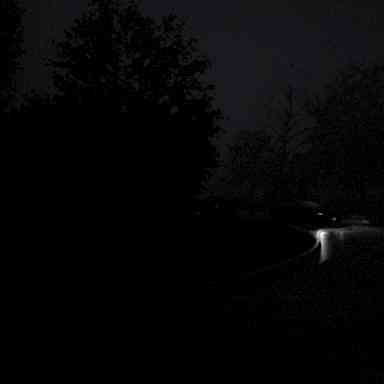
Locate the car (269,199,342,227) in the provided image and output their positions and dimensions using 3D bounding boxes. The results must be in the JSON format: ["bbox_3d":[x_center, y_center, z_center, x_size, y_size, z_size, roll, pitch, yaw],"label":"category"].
[{"bbox_3d":[6.434,1.129,19.506,1.812,1.442,4.674,0,0,-26],"label":"car"}]

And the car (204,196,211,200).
[{"bbox_3d":[2.138,1.083,32.119,2.033,1.411,5.357,-1,1,-34],"label":"car"}]

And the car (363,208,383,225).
[{"bbox_3d":[11.159,1.131,16.786,2.033,1.411,5.357,0,0,-9],"label":"car"}]
